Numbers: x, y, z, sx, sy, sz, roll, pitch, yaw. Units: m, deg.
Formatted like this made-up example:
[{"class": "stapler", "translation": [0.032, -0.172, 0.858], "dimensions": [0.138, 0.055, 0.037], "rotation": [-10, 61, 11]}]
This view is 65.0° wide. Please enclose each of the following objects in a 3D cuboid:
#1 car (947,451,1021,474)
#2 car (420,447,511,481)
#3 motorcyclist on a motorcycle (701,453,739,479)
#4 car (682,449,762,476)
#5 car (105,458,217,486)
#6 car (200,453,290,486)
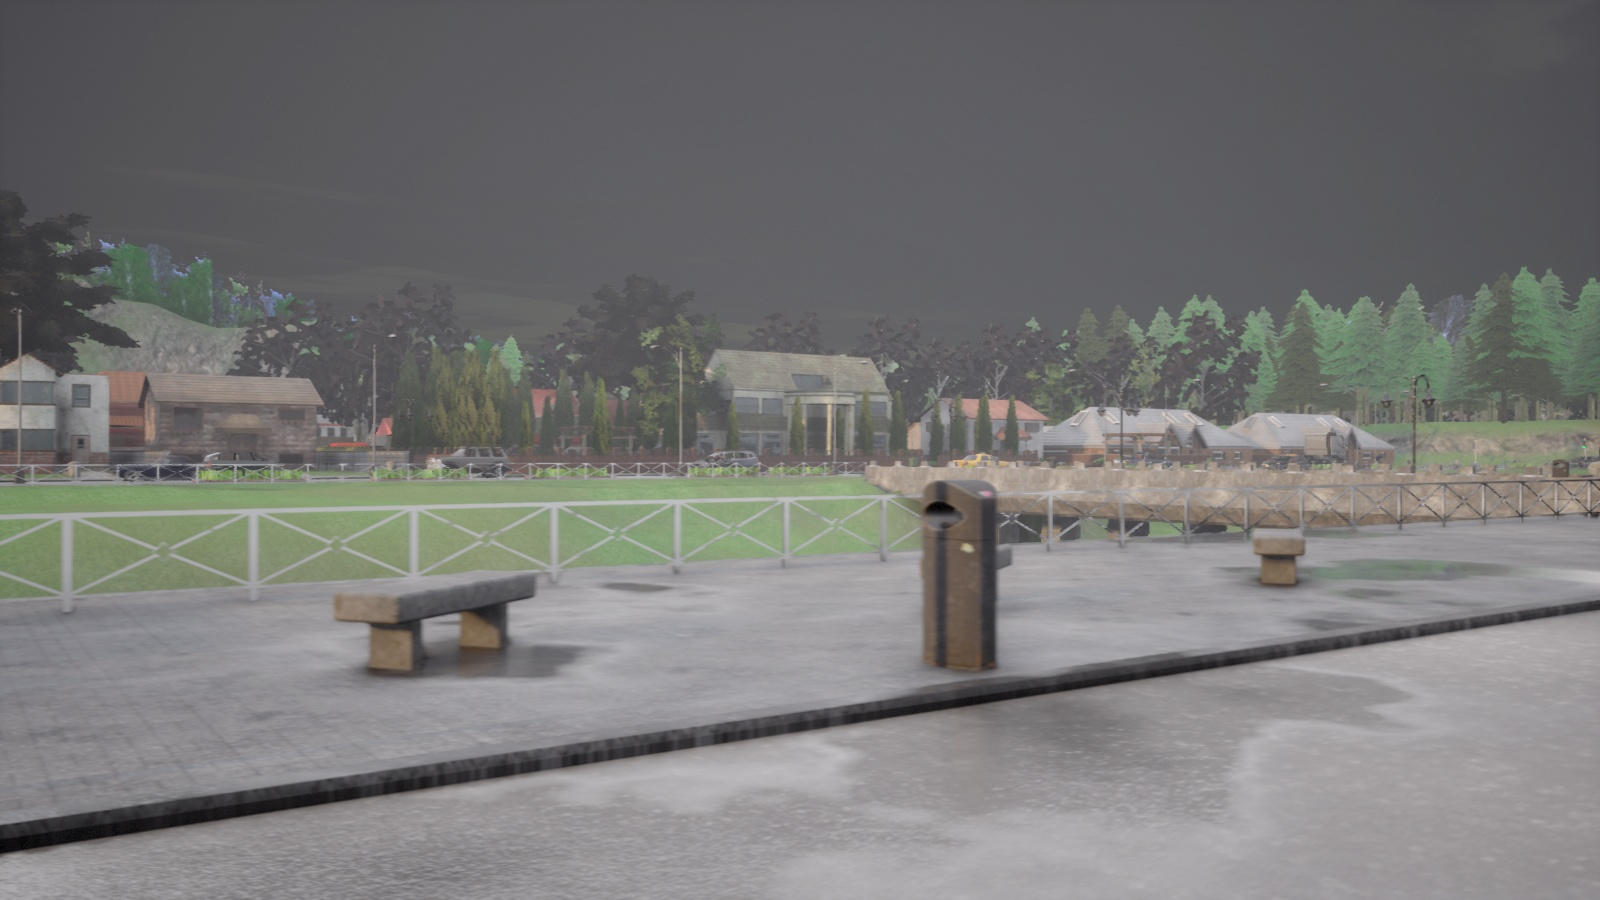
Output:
[{"class": "car", "translation": [12.951, 0.873, 88.439], "dimensions": [5.366, 1.575, 1.801], "rotation": [0, 0, -35]}, {"class": "car", "translation": [-18.933, 0.776, 71.130], "dimensions": [4.605, 1.855, 1.932], "rotation": [0, 0, -35]}, {"class": "motorcyclist on a motorcycle", "translation": [-4.844, 0.976, 76.058], "dimensions": [2.191, 1.530, 0.866], "rotation": [0, 0, -35]}, {"class": "car", "translation": [-5.011, 0.798, 80.816], "dimensions": [4.611, 1.667, 2.242], "rotation": [0, 0, -35]}, {"class": "car", "translation": [-31.665, 1.065, 62.271], "dimensions": [4.718, 1.301, 1.895], "rotation": [0, 0, -35]}, {"class": "car", "translation": [-26.856, 0.929, 60.744], "dimensions": [3.705, 1.549, 1.789], "rotation": [0, 0, -35]}]
